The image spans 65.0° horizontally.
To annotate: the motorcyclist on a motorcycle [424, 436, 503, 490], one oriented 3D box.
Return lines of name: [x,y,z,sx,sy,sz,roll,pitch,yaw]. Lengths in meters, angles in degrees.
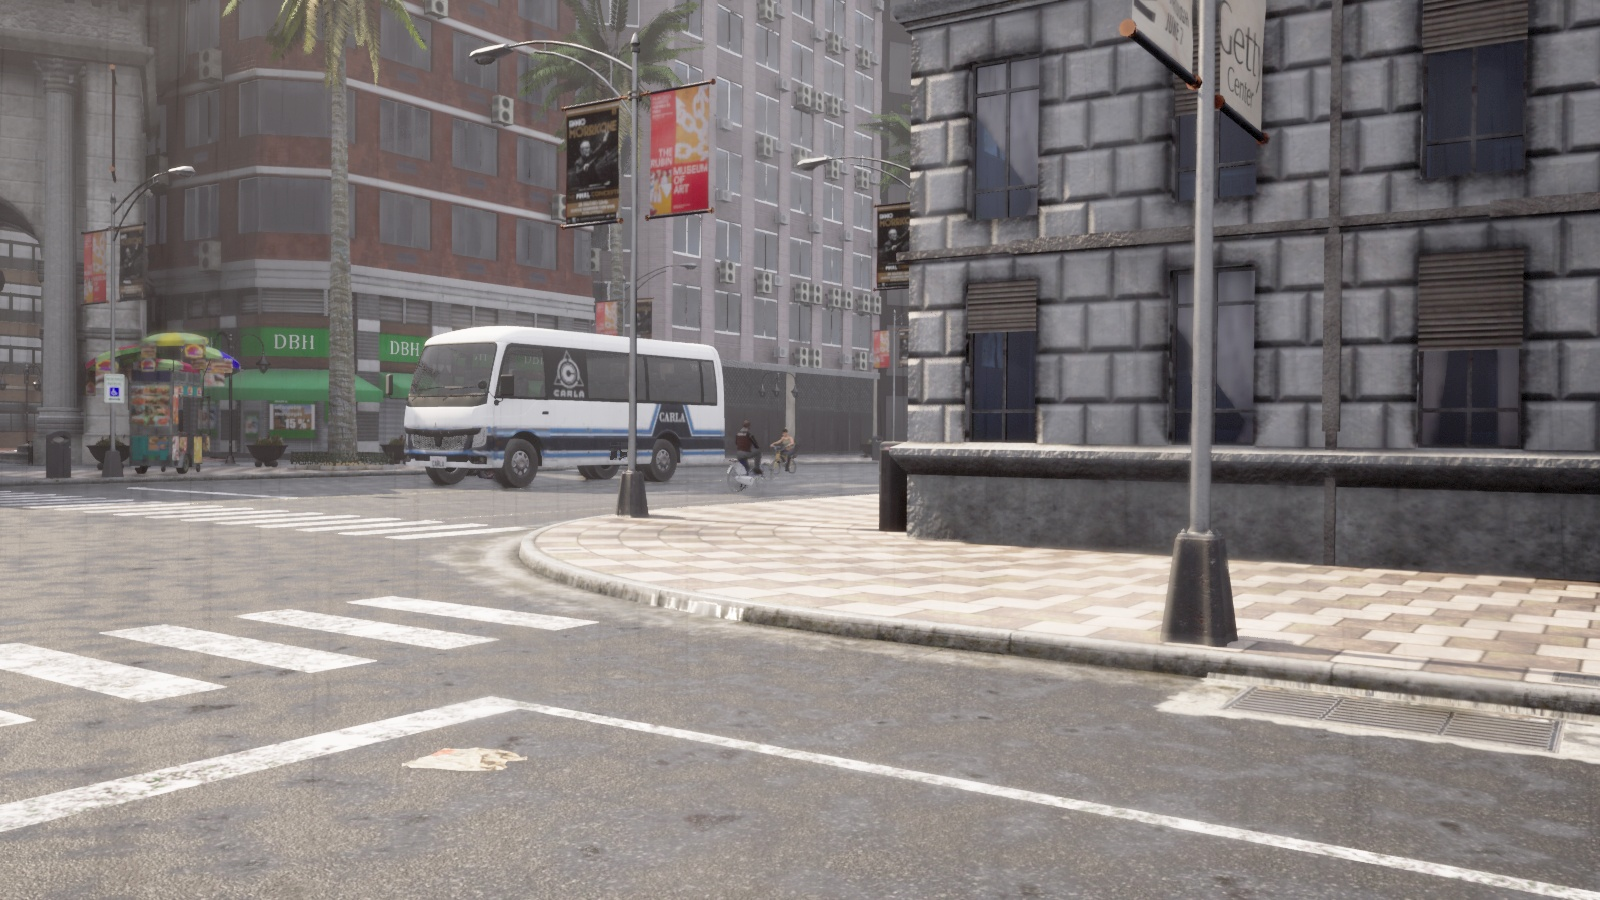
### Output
motorcyclist on a motorcycle: [-9.844,0.354,36.780,0.866,1.530,2.191,0,1,34]

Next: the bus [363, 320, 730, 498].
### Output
bus: [-6.667,-1.067,35.331,3.944,4.253,10.273,0,1,34]

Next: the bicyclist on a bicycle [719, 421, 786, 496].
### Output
bicyclist on a bicycle: [-1.149,0.191,30.876,0.659,1.776,1.843,0,1,34]

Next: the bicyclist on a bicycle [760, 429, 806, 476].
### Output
bicyclist on a bicycle: [-0.597,0.071,44.152,0.866,1.612,1.509,0,1,34]
